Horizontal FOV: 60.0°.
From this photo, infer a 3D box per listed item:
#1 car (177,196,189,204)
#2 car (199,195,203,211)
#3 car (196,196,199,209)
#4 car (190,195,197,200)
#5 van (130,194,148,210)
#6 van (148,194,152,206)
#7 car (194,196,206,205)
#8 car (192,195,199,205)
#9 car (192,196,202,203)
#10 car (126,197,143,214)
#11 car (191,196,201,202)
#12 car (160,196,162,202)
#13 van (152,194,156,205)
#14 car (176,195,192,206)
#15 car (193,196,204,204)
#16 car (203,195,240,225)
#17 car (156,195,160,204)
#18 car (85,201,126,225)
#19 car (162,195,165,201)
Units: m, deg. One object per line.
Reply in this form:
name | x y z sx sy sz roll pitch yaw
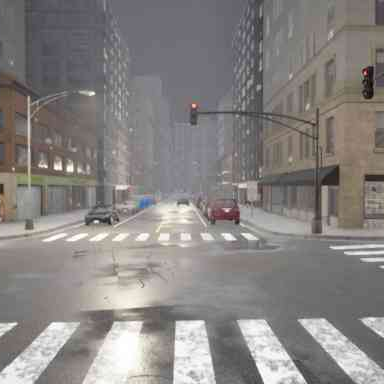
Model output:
car | -1.727 1.532 63.856 2.033 1.411 5.357 0 0 -2
car | 2.063 1.314 29.677 2.192 1.841 5.009 -1 0 -2
car | 1.756 1.522 41.014 1.752 1.417 4.829 -1 0 -2
car | 0.389 1.512 91.098 2.008 1.369 4.403 -1 0 -2
van | -6.768 1.338 40.609 1.690 1.788 3.998 -1 0 -2
van | -6.922 1.336 46.194 1.690 1.788 3.998 -1 0 -2
car | 1.298 1.514 57.765 1.752 1.417 4.829 -1 0 -2
car | 1.605 1.310 46.428 2.192 1.841 5.009 -1 0 -2
car | 0.999 1.547 68.763 1.947 1.339 4.313 -1 0 -2
car | -6.608 1.524 34.856 1.752 1.417 4.829 -1 0 -2
car | 0.846 1.528 74.347 2.008 1.369 4.403 -1 0 -2
car | -7.382 1.425 62.944 1.967 1.590 4.097 -1 0 -2
van | -7.076 1.333 51.777 1.690 1.788 3.998 -1 0 -2
car | -1.440 1.496 53.438 1.837 1.490 4.892 0 0 -2
car | 1.151 1.551 63.179 1.947 1.339 4.313 -1 0 -2
car | 2.215 1.315 24.092 2.192 1.841 5.009 -1 0 -2
car | -7.230 1.304 57.361 2.192 1.841 5.009 -1 0 -2
car | -6.305 1.566 23.858 1.947 1.339 4.313 -1 0 -2
car | -7.689 1.417 74.111 1.967 1.590 4.097 -1 0 -2
